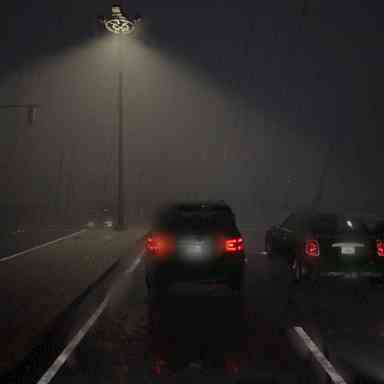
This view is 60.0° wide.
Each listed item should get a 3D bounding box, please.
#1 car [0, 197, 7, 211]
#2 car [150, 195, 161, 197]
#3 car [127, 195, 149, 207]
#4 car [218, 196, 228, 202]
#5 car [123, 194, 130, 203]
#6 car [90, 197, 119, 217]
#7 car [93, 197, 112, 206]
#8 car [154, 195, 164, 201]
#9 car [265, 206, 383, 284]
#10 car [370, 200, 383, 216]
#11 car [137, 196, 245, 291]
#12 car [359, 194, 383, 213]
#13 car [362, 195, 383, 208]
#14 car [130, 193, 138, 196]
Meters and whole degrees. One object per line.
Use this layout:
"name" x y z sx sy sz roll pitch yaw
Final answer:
"car" -23.942 1.351 38.160 4.553 1.767 2.097 0 0 -3
"car" -8.056 1.492 69.153 2.128 1.511 4.902 0 0 0
"car" -8.134 1.601 50.685 1.895 1.301 4.718 0 0 0
"car" 6.940 1.553 75.158 1.994 1.385 4.181 0 0 0
"car" -15.056 1.595 70.235 1.895 1.301 4.718 0 0 0
"car" -8.126 1.505 31.196 1.837 1.490 4.892 0 0 0
"car" -15.129 1.563 56.332 1.994 1.385 4.181 0 0 0
"car" -8.059 1.540 81.720 2.033 1.411 5.357 0 0 0
"car" 3.571 1.352 9.723 2.097 1.767 4.553 0 0 0
"car" 20.725 1.547 32.627 5.357 1.411 2.033 0 0 1
"car" 0.072 1.221 9.156 2.150 2.045 5.566 0 0 0
"car" 21.514 1.222 36.117 5.566 2.045 2.150 0 0 1
"car" 7.071 1.221 8.849 2.150 2.045 5.566 0 0 0
"car" -15.033 1.223 84.961 2.150 2.045 5.566 0 0 0
